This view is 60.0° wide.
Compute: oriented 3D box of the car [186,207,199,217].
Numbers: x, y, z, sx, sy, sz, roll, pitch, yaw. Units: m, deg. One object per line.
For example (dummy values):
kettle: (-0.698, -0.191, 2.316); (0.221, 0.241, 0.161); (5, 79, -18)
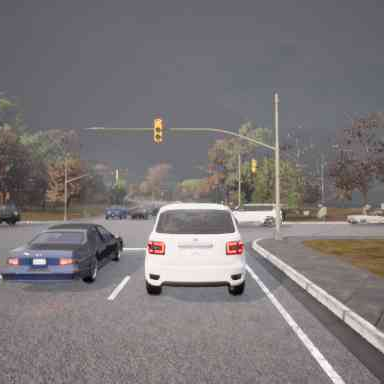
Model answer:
car: (0.069, 3.340, 55.573); (1.994, 1.385, 4.181); (0, -1, 0)

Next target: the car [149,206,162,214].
car: (-7.077, 3.461, 65.160); (1.895, 1.301, 4.718); (0, 0, 0)

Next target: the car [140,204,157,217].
car: (-7.121, 2.990, 55.238); (2.150, 2.045, 5.566); (0, -1, 0)

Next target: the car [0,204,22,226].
car: (-18.688, 2.126, 30.805); (5.566, 2.045, 2.150); (0, -3, 10)

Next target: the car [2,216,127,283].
car: (-3.423, 1.661, 9.949); (2.033, 1.411, 5.357); (0, -1, 0)

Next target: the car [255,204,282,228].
car: (5.006, 2.050, 28.992); (5.566, 2.045, 2.150); (0, -3, 0)

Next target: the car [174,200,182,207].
car: (-3.643, 3.066, 87.359); (1.882, 1.535, 5.008); (0, 0, -3)

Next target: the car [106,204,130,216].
car: (-10.634, 2.794, 47.068); (2.150, 2.045, 5.566); (0, -2, -2)

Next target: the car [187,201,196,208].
car: (-0.155, 3.260, 87.561); (1.837, 1.490, 4.892); (0, 0, -3)

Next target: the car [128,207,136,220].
car: (-7.112, 3.130, 45.710); (1.895, 1.301, 4.718); (0, -2, -1)

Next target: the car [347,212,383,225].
car: (17.883, 2.595, 32.763); (4.718, 1.301, 1.895); (0, -3, -3)

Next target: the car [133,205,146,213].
car: (-10.548, 3.460, 67.644); (1.895, 1.301, 4.718); (0, 0, 0)

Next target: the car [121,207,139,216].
car: (-10.610, 3.352, 57.361); (2.033, 1.411, 5.357); (0, -1, 1)

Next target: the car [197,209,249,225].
car: (3.203, 2.557, 34.337); (4.902, 1.511, 2.128); (-1, -2, 31)

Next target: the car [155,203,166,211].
car: (-7.043, 3.357, 75.857); (2.033, 1.411, 5.357); (0, 0, 0)

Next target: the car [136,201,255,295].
car: (0.078, 1.317, 9.096); (2.150, 2.045, 5.566); (0, -1, 0)
